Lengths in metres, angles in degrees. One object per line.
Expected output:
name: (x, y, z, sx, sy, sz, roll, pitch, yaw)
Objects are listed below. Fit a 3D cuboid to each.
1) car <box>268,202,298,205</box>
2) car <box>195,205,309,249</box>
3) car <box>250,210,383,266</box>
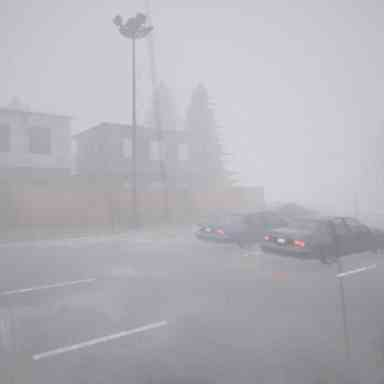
car: (6.015, 1.393, 21.095, 5.008, 1.535, 1.882, 0, 0, -38)
car: (2.680, 1.497, 14.278, 5.357, 1.411, 2.033, 0, 0, -35)
car: (4.728, 1.497, 11.440, 5.357, 1.411, 2.033, 0, 0, -35)
